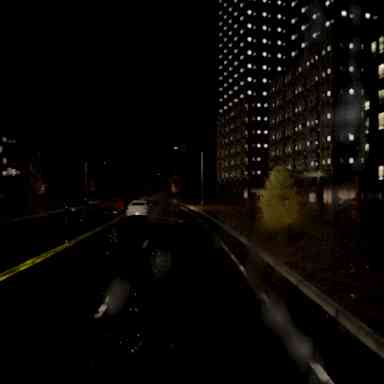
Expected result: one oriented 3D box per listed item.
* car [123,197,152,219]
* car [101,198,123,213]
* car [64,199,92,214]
[{"bbox_3d":[-4.404,1.447,27.826,1.812,1.442,4.674,0,0,-5],"label":"car"},{"bbox_3d":[-8.462,1.382,35.531,1.882,1.535,5.008,0,0,-6],"label":"car"},{"bbox_3d":[-11.611,1.442,34.226,1.812,1.442,4.674,0,0,-5],"label":"car"}]
